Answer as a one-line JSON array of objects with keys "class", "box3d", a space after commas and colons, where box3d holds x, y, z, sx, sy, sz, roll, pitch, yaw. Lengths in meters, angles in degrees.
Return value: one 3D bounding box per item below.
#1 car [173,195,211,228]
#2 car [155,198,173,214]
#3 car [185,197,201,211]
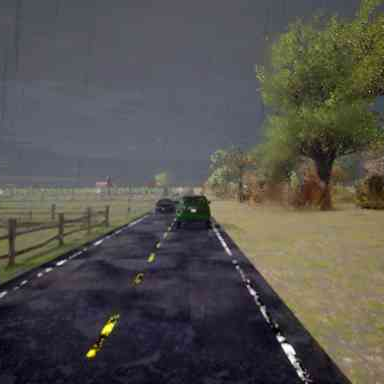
[{"class": "car", "box3d": [0.096, 1.193, 22.235, 2.150, 2.045, 5.566, 0, 0, 0]}, {"class": "car", "box3d": [-2.817, 1.427, 35.419, 1.882, 1.535, 5.008, 0, 0, 0]}, {"class": "car", "box3d": [0.095, 1.415, 40.889, 1.882, 1.535, 5.008, 0, 0, 0]}]
